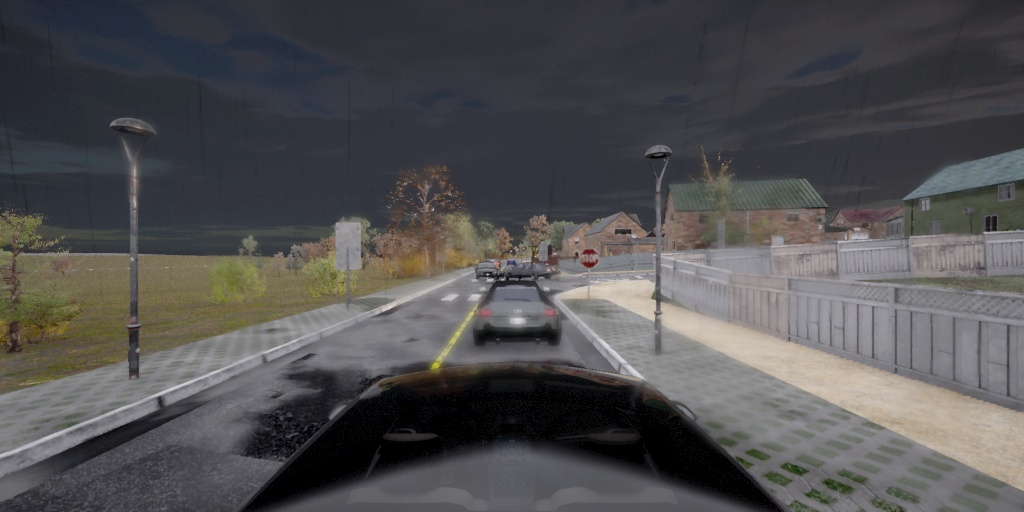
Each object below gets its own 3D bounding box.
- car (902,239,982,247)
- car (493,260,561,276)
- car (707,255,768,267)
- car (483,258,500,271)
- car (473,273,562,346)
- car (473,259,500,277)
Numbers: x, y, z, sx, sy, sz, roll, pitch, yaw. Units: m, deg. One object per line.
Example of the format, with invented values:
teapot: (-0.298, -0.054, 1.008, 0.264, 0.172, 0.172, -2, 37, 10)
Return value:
car: (23.860, -0.209, 20.418, 4.902, 1.511, 2.128, -3, 0, 14)
car: (1.297, 1.198, 28.430, 5.357, 1.411, 2.033, -4, -3, 43)
car: (14.356, 0.413, 22.826, 4.181, 1.385, 1.994, -3, 0, 16)
car: (-2.920, 1.121, 51.154, 2.097, 1.767, 4.553, 0, 0, 1)
car: (0.091, 1.313, 9.414, 1.994, 1.385, 4.181, 0, 0, -1)
car: (-2.294, 1.258, 31.336, 1.837, 1.490, 4.892, 0, 0, -8)
